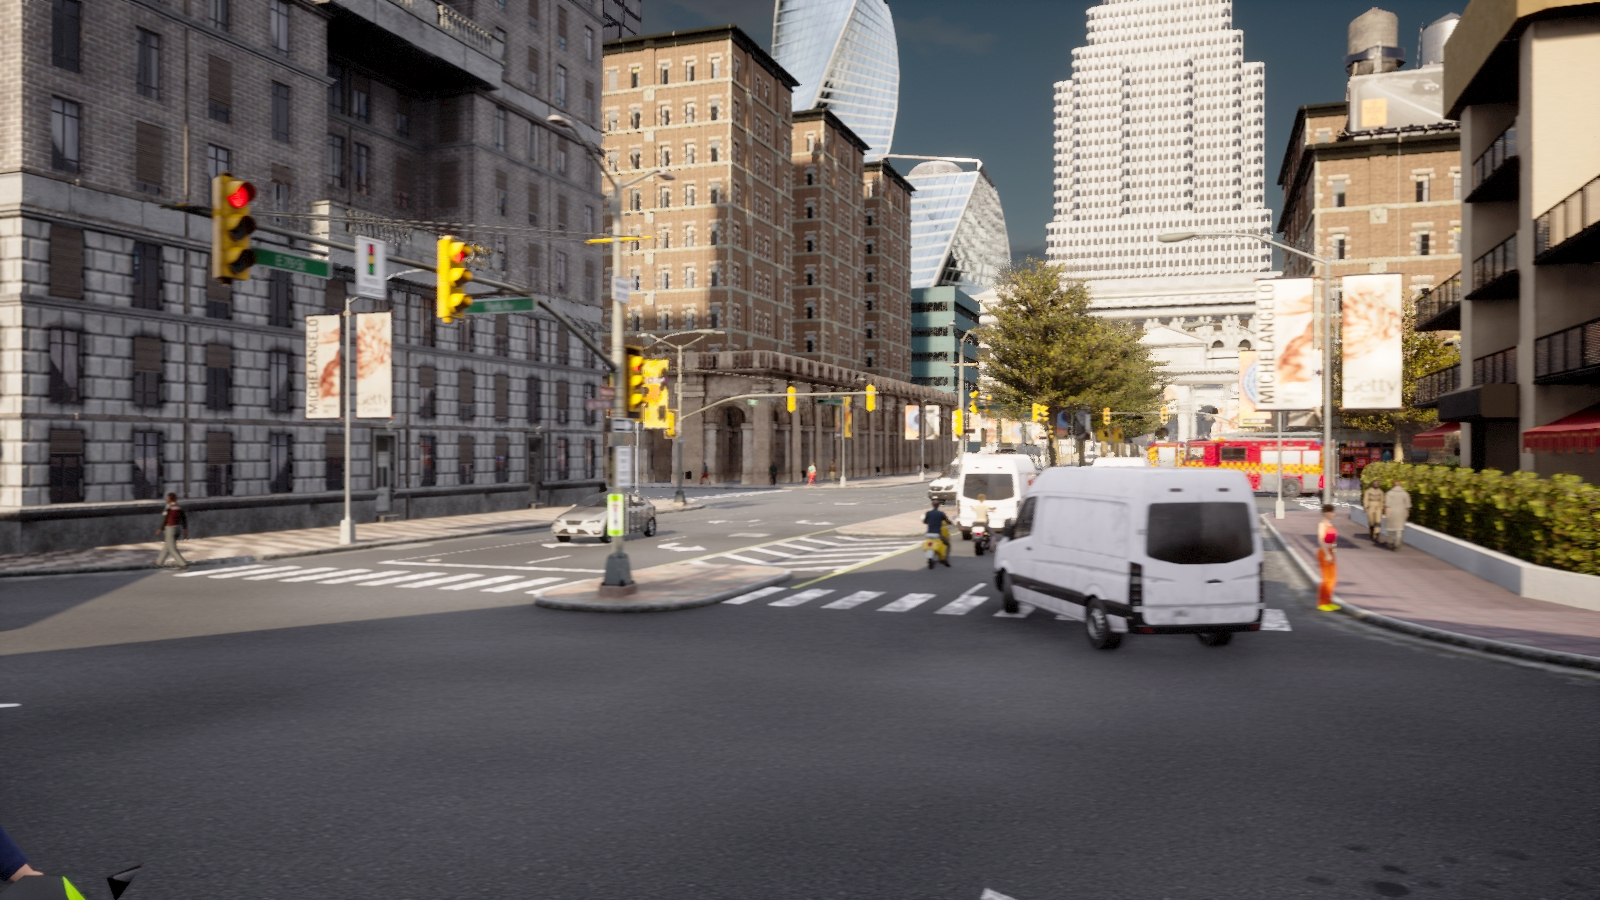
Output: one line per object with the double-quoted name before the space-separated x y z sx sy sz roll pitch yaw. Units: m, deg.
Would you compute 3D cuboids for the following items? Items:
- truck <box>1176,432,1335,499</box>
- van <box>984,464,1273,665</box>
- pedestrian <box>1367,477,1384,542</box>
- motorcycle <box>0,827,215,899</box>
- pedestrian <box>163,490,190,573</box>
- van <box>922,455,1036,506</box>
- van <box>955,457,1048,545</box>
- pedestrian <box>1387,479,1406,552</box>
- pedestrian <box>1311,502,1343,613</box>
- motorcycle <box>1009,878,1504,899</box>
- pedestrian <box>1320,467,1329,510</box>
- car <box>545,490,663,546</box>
"truck" 27.369 0.890 68.938 8.468 3.827 2.891 0 0 43
"van" 4.831 1.534 18.014 1.988 2.561 5.915 0 0 -10
"pedestrian" 16.522 1.698 32.811 0.375 1.860 0.375 0 0 18
"motorcycle" -3.423 2.213 4.523 2.033 1.145 0.803 0 0 20
"pedestrian" -14.232 1.849 26.091 0.375 1.860 0.375 0 0 19
"van" 9.326 1.534 59.284 5.915 2.561 1.988 0 0 -32
"van" 6.614 1.534 36.962 1.988 2.561 5.915 0 0 20
"pedestrian" 15.500 1.696 29.691 0.375 1.860 0.375 0 0 17
"pedestrian" 9.094 1.845 19.719 0.375 1.860 0.375 0 0 -43
"motorcycle" 1.765 2.213 3.873 2.033 1.145 0.803 0 -2 7
"pedestrian" 22.975 1.696 50.048 0.375 1.860 0.375 0 0 25
"car" -6.027 2.066 35.712 1.816 1.474 4.193 0 0 20
